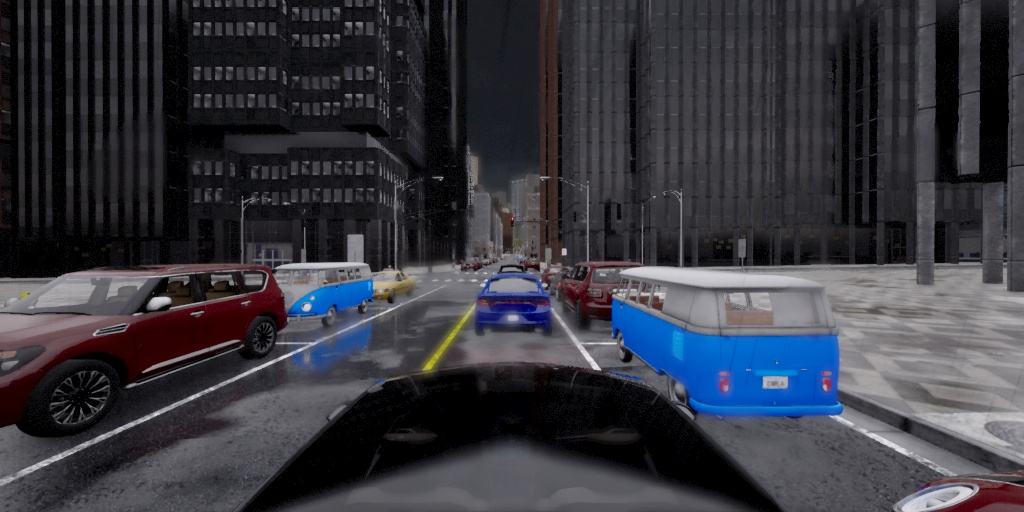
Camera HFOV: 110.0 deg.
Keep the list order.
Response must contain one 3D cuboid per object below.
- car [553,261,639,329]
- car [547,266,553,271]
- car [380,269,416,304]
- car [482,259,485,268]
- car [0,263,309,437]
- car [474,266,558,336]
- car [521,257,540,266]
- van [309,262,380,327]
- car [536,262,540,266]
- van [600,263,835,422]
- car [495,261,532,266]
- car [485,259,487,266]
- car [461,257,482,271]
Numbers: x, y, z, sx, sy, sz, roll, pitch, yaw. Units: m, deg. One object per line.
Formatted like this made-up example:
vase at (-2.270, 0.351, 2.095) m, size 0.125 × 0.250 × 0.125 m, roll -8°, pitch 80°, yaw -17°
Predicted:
car at (2.766, 1.065, 11.138) m, size 2.192 × 1.841 × 5.009 m, roll 0°, pitch 0°, yaw 0°
car at (2.764, 1.301, 16.663) m, size 2.007 × 1.370 × 4.403 m, roll 0°, pitch 0°, yaw 0°
car at (-5.763, 1.276, 16.505) m, size 1.751 × 1.417 × 4.829 m, roll 0°, pitch 0°, yaw 0°
car at (-5.762, 1.090, 54.882) m, size 2.192 × 1.841 × 5.009 m, roll 0°, pitch 0°, yaw 0°
car at (-5.765, 1.064, 5.626) m, size 2.192 × 1.841 × 5.009 m, roll 0°, pitch 0°, yaw 0°
car at (0.058, 1.228, 10.426) m, size 1.882 × 1.535 × 5.008 m, roll 0°, pitch 0°, yaw 1°
car at (2.763, 1.084, 49.229) m, size 2.192 × 1.841 × 5.009 m, roll 0°, pitch 0°, yaw 0°
van at (-5.764, 1.091, 11.151) m, size 1.690 × 1.789 × 3.998 m, roll 0°, pitch 0°, yaw 0°
car at (2.763, 1.297, 22.189) m, size 1.888 × 1.381 × 4.507 m, roll 0°, pitch 0°, yaw 0°
van at (2.767, 1.091, 5.612) m, size 1.690 × 1.789 × 3.998 m, roll 0°, pitch 0°, yaw 0°
car at (0.001, 1.257, 20.797) m, size 1.837 × 1.490 × 4.892 m, roll 0°, pitch 0°, yaw 0°
car at (-5.762, 1.348, 60.525) m, size 1.948 × 1.339 × 4.313 m, roll 0°, pitch 0°, yaw 0°
car at (-5.762, 1.085, 49.239) m, size 2.192 × 1.841 × 5.009 m, roll 0°, pitch 0°, yaw 0°
